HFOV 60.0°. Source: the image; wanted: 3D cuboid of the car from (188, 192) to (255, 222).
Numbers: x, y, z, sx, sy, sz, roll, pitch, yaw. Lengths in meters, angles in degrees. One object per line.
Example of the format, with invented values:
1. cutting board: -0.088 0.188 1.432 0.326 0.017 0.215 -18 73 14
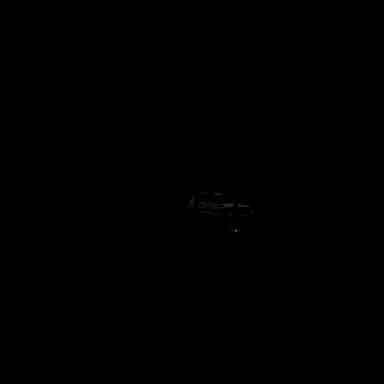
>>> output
1. car: 1.931 1.076 23.522 2.150 2.045 5.566 1 2 -35
